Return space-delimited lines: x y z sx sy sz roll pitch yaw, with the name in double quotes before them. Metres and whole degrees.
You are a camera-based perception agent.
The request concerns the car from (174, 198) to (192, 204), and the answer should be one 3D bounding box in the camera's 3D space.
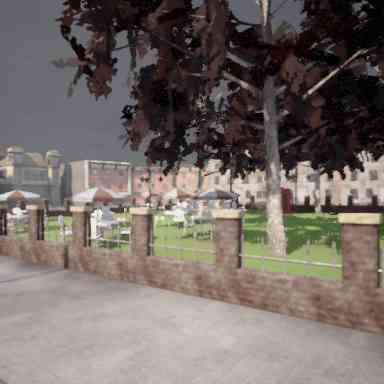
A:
"car" -0.826 1.636 58.822 5.008 1.535 1.882 0 0 3
